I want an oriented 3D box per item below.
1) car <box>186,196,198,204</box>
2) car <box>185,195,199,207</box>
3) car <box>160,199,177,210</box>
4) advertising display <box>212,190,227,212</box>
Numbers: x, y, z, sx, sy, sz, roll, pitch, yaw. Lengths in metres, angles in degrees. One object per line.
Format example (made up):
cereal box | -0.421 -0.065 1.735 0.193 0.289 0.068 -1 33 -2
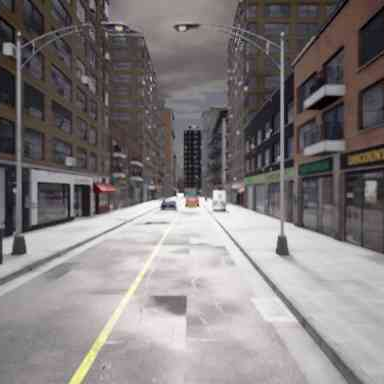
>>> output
car | -0.007 1.456 62.866 2.033 1.411 5.357 0 0 0
car | 0.045 1.287 50.778 2.097 1.767 4.553 0 0 0
car | -2.846 1.555 41.254 1.895 1.301 4.718 0 0 0
advertising display | 3.010 0.987 36.466 1.540 2.440 0.280 0 0 0
